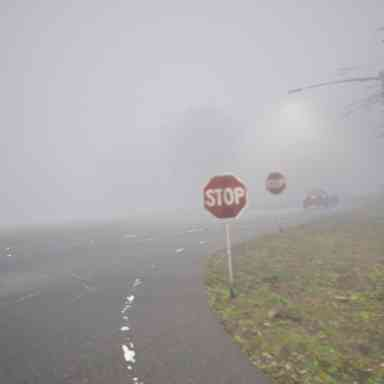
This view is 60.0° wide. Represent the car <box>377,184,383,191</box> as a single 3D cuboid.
[{"bbox_3d":[45.625,-1.194,79.296,2.097,1.767,4.553,-6,-2,37],"label":"car"}]

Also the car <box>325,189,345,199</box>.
[{"bbox_3d":[25.177,0.318,58.404,1.895,1.301,4.718,-7,-2,38],"label":"car"}]

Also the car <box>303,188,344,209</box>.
[{"bbox_3d":[11.396,0.448,29.265,2.097,1.767,4.553,-7,-2,38],"label":"car"}]
